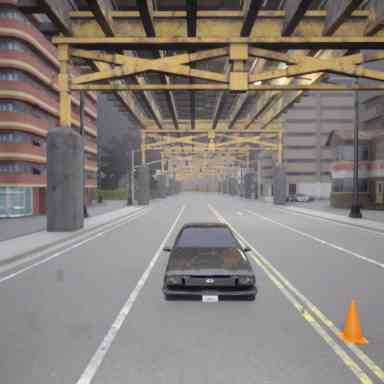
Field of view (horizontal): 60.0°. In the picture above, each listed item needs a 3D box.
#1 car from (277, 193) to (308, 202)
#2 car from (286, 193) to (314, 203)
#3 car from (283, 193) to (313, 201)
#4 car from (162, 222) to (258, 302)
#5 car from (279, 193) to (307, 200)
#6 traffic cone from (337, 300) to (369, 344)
[{"bbox_3d":[17.829,0.953,58.949,4.974,1.542,2.038,0,1,25],"label":"car"},{"bbox_3d":[17.480,1.001,54.792,4.974,1.542,2.038,0,1,-20],"label":"car"},{"bbox_3d":[17.529,0.843,54.808,4.536,1.218,1.853,0,1,-20],"label":"car"},{"bbox_3d":[0.364,1.533,8.683,2.033,1.411,5.357,0,0,1],"label":"car"},{"bbox_3d":[17.876,0.796,58.925,4.536,1.218,1.853,0,1,25],"label":"car"},{"bbox_3d":[2.455,1.949,5.076,0.340,0.580,0.340,0,0,0],"label":"traffic cone"}]
